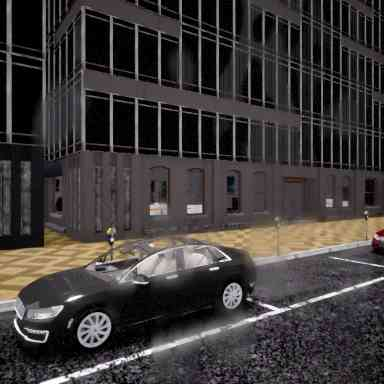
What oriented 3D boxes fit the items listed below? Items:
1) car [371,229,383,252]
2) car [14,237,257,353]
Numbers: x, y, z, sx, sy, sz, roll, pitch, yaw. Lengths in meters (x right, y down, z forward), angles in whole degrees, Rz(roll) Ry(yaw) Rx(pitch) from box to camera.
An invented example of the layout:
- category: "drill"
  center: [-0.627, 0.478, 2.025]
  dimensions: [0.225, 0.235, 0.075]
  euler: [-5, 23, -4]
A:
- category: "car"
  center: [8.529, 1.582, 12.649]
  dimensions: [4.206, 1.307, 1.802]
  euler: [0, 0, -36]
- category: "car"
  center: [-0.737, 1.551, 6.035]
  dimensions: [4.403, 1.369, 2.008]
  euler: [0, 0, -36]
